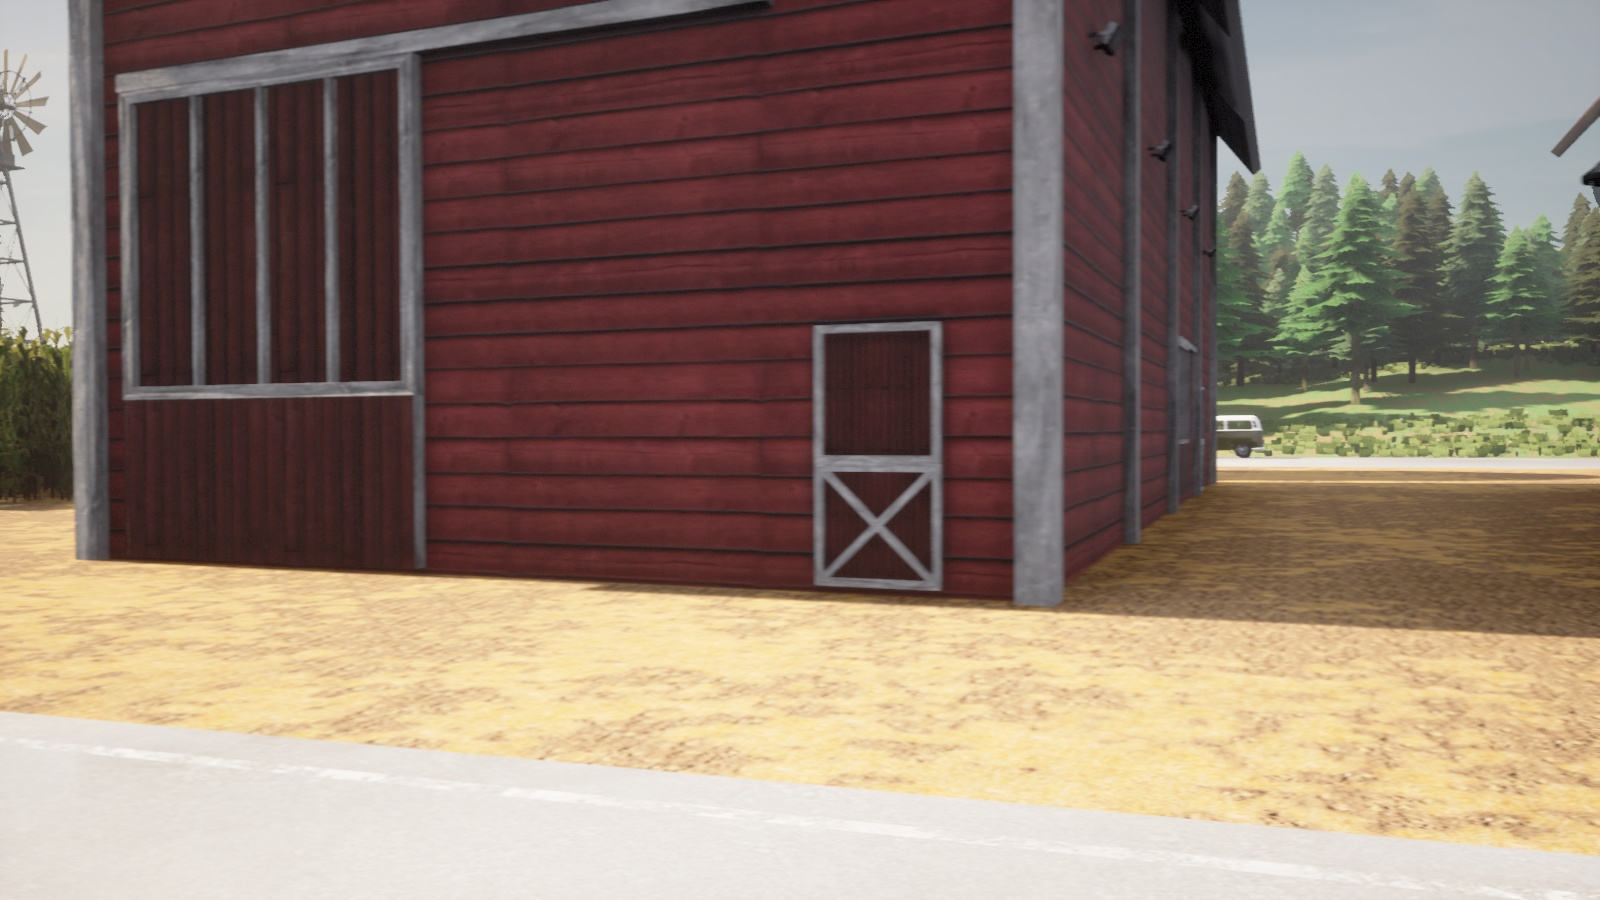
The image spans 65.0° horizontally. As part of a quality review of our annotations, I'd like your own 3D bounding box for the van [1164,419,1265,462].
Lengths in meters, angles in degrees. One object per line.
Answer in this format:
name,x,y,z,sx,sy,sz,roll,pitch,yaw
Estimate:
van,20.073,-0.490,60.833,4.480,2.038,2.069,1,1,22
